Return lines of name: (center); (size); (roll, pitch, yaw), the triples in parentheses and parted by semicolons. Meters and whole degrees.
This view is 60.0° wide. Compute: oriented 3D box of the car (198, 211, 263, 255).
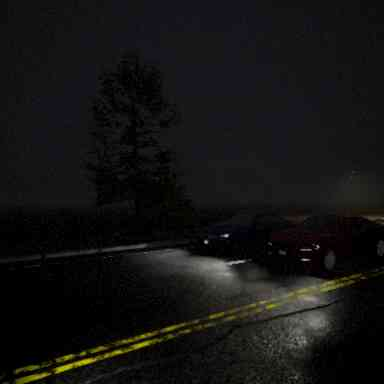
car: (2.386, 1.528, 13.455); (4.674, 1.442, 1.812); (0, 0, -36)

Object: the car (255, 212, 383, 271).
car: (4.627, 1.477, 11.080); (5.008, 1.535, 1.882); (0, 0, -36)
